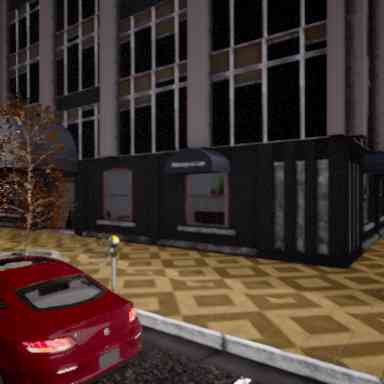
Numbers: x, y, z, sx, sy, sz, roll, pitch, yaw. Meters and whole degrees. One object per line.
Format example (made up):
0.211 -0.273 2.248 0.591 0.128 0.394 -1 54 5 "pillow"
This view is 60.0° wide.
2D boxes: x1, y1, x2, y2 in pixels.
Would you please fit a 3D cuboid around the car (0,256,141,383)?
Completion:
-2.556 1.590 4.696 4.206 1.307 1.802 0 0 35 "car"
